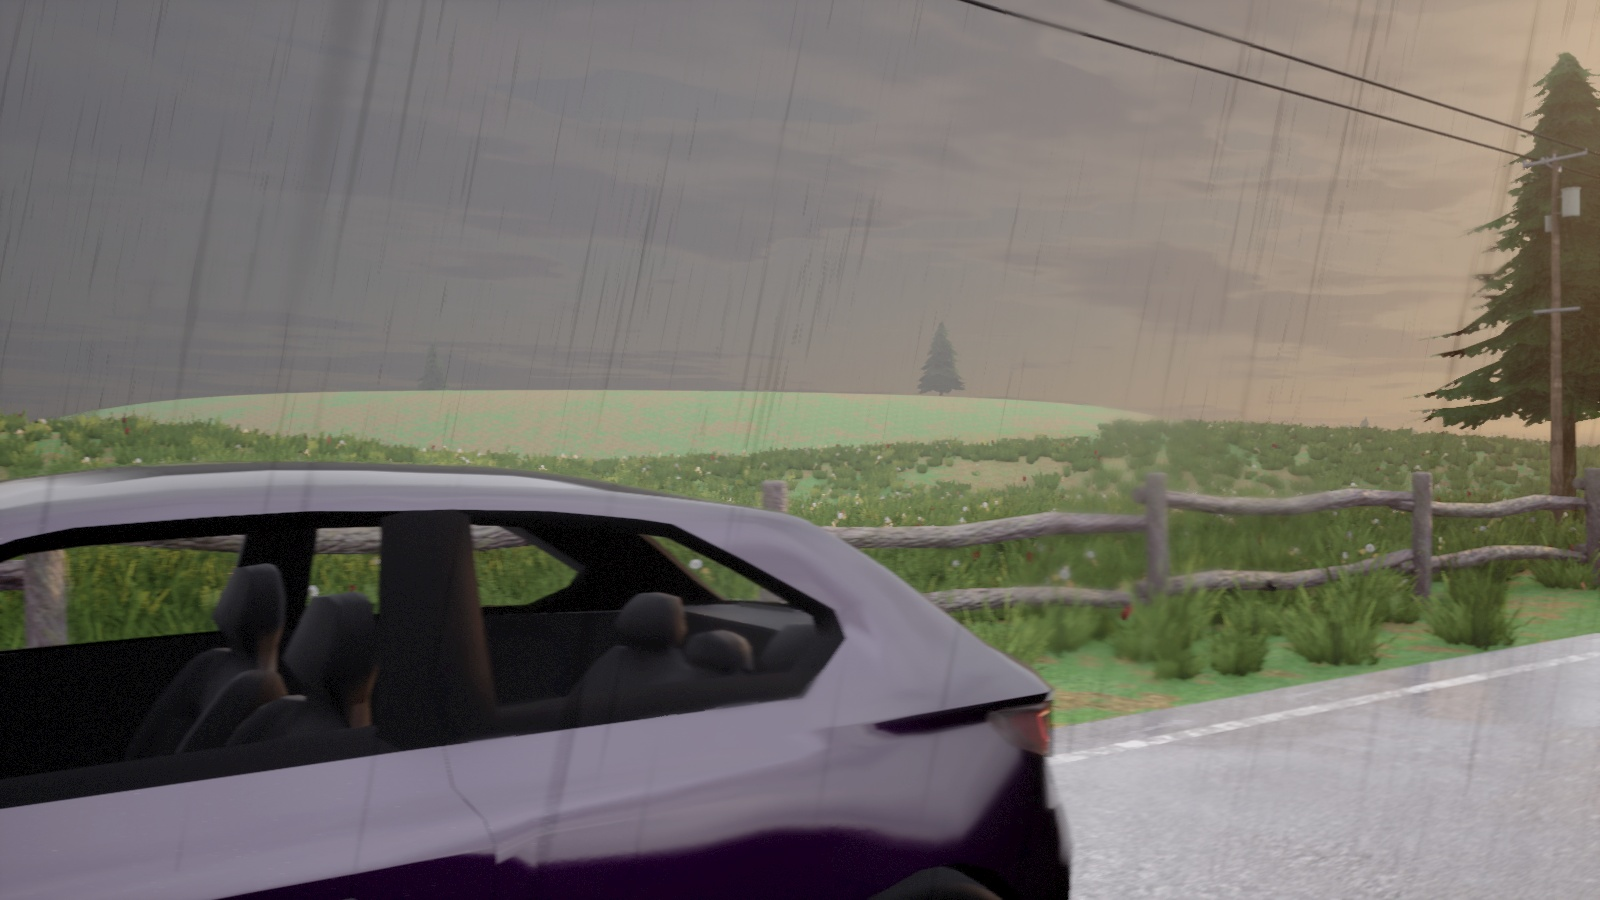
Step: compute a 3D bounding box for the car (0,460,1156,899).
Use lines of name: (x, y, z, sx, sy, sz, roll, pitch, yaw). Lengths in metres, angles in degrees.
car: (-1.469, 0.767, 2.271, 4.193, 1.474, 1.816, 0, 0, -35)
